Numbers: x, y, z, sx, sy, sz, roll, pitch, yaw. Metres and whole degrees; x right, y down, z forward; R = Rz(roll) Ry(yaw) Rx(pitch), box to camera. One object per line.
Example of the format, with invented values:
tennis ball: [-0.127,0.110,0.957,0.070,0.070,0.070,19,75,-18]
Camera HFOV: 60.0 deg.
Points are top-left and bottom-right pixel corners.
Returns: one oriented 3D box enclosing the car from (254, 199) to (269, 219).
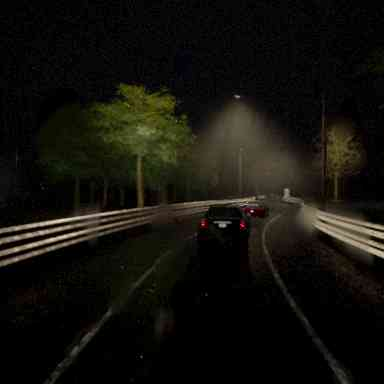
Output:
car: [5.647,1.583,29.537,1.994,1.385,4.181,0,0,20]

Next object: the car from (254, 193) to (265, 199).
car: [17.430,1.189,85.957,2.150,2.045,5.566,0,0,0]

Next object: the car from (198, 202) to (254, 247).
car: [1.627,1.357,15.360,2.097,1.767,4.553,1,0,11]
